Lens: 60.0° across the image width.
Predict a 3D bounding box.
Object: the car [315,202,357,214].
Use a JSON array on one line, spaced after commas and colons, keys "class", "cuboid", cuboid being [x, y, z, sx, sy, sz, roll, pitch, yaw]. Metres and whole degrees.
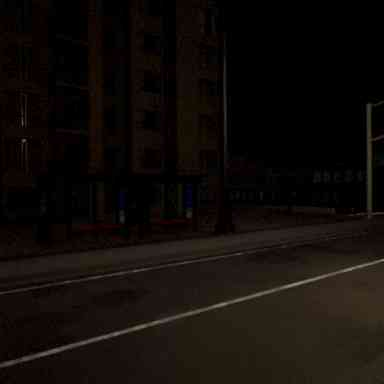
[{"class": "car", "cuboid": [14.966, 1.687, 34.994, 1.994, 1.385, 4.181, -1, -4, -37]}]
